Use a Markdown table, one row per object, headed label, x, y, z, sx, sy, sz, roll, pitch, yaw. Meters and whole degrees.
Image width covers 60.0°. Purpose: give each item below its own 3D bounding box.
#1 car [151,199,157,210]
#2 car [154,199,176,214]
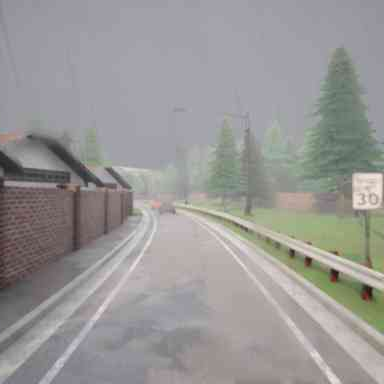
| label | x | y | z | sx | sy | sz | roll | pitch | yaw |
| --- | --- | --- | --- | --- | --- | --- | --- | --- | --- |
| car | -5.173 | 1.895 | 51.606 | 2.097 | 1.767 | 4.553 | 0 | -1 | -14 |
| car | -3.153 | 1.981 | 41.290 | 2.033 | 1.411 | 5.357 | 0 | -1 | -11 |
